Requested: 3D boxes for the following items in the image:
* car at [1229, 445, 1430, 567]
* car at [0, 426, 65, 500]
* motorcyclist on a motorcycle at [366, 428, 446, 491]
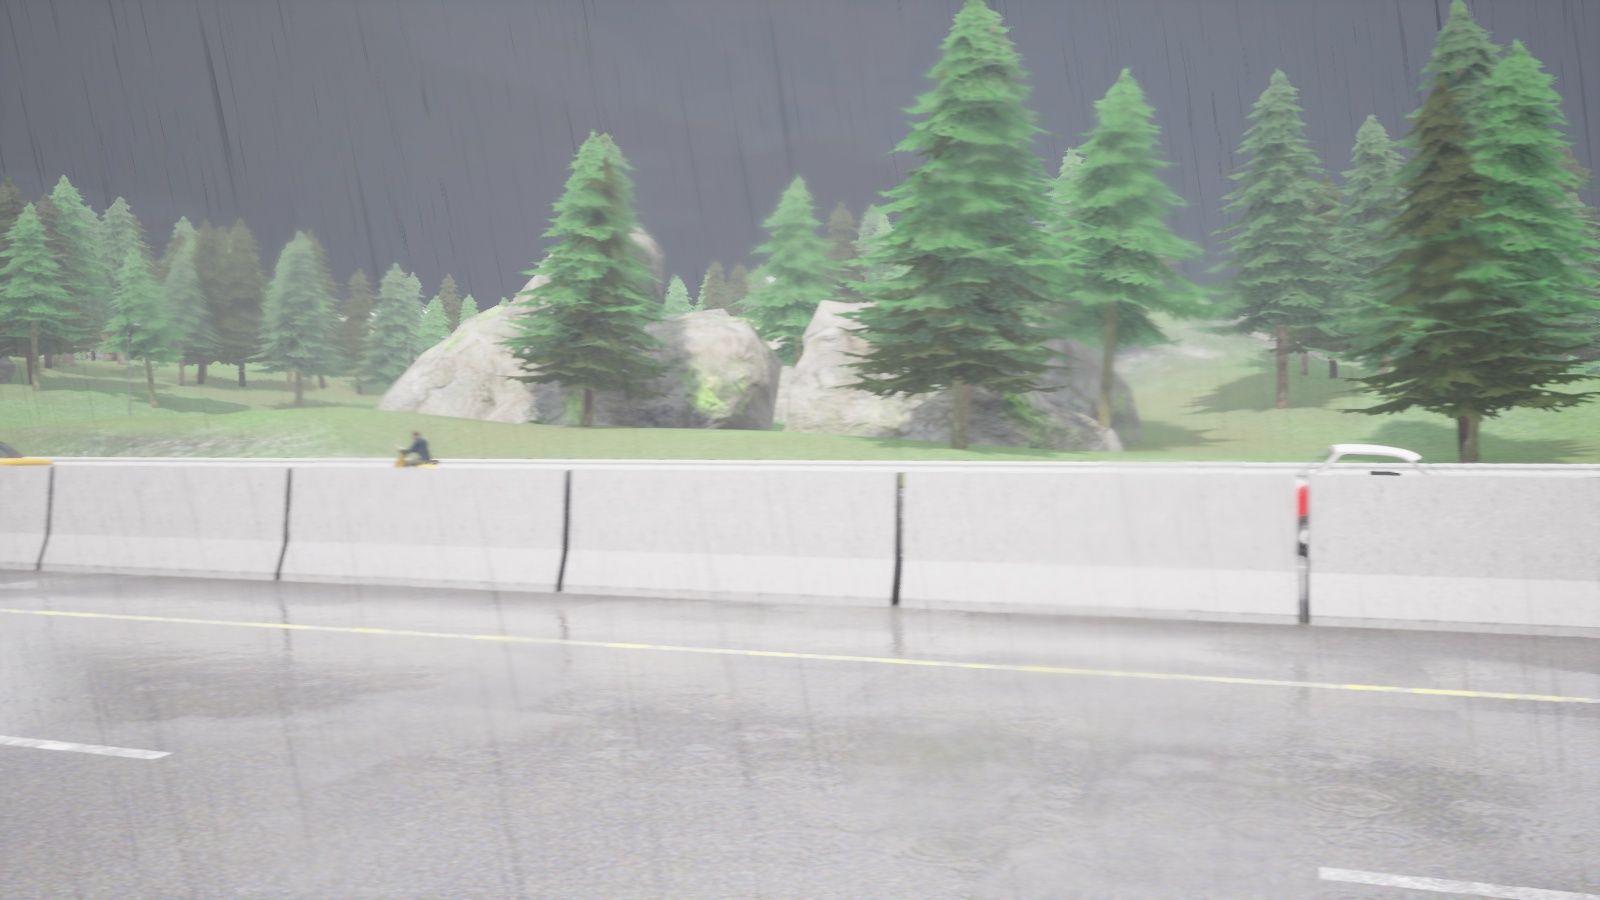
[{"bbox_3d":[6.558,0.654,15.757,2.207,1.376,1.481,1,1,19],"label":"car"},{"bbox_3d":[-19.314,0.241,28.152,5.366,1.575,1.801,1,1,19],"label":"car"},{"bbox_3d":[-10.184,0.221,32.466,1.817,1.590,0.866,1,1,19],"label":"motorcyclist on a motorcycle"}]
